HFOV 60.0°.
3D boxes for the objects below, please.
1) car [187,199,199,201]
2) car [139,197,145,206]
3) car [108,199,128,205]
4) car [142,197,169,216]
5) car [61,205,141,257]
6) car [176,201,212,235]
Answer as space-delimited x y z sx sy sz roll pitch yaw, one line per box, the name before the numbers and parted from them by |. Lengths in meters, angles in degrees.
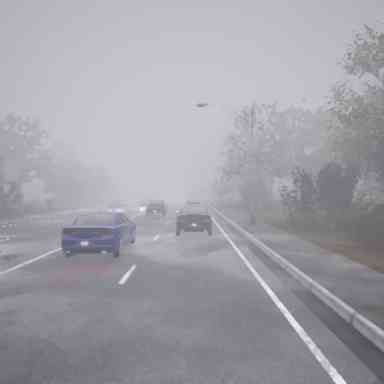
car | 0.101 1.498 37.073 2.128 1.511 4.902 0 0 0
car | -7.062 1.500 52.114 2.128 1.511 4.902 0 0 0
car | -10.576 1.608 47.597 1.895 1.301 4.718 0 0 0
car | -3.398 1.510 32.879 1.837 1.490 4.892 0 0 0
car | -3.411 1.480 13.033 1.882 1.535 5.008 0 0 0
car | 0.101 1.481 18.996 1.882 1.535 5.008 0 0 0
